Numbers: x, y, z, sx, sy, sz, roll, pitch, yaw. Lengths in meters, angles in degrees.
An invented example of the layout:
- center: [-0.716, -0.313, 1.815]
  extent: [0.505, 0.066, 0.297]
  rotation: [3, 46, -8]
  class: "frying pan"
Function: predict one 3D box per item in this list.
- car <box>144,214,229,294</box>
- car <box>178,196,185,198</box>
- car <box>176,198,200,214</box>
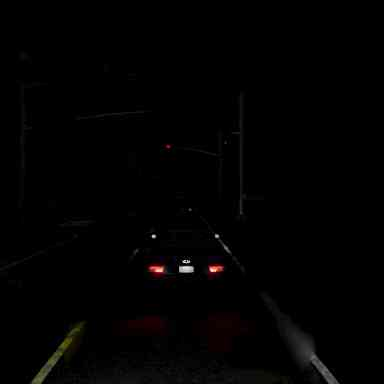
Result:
- center: [-0.175, 1.547, 8.963]
  extent: [2.033, 1.411, 5.357]
  rotation: [0, 0, -1]
  class: "car"
- center: [-1.982, 1.525, 63.433]
  extent: [1.812, 1.442, 4.674]
  rotation: [0, 0, -2]
  class: "car"
- center: [-0.275, 1.546, 30.527]
  extent: [2.033, 1.411, 5.357]
  rotation: [0, 0, -2]
  class: "car"
